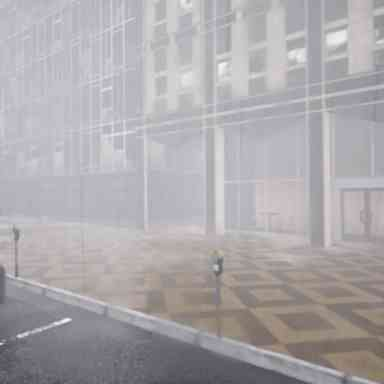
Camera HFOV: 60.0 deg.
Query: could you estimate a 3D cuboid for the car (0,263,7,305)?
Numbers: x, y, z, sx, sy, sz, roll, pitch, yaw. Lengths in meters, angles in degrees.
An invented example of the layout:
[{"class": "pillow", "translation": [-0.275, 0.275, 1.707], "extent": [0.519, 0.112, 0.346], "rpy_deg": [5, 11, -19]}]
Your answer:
[{"class": "car", "translation": [-5.324, 1.547, 6.531], "extent": [4.313, 1.339, 1.947], "rpy_deg": [0, -1, 36]}]
